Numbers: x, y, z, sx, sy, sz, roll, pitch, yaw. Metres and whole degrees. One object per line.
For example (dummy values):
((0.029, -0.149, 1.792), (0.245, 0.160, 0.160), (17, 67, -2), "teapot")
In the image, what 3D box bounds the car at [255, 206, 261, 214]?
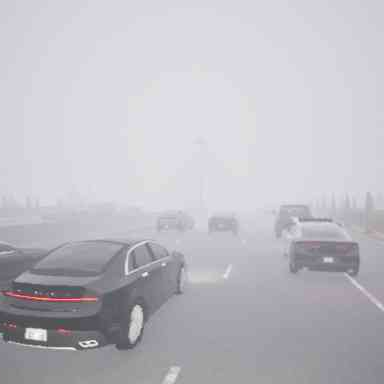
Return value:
((12.889, 3.255, 60.931), (1.994, 1.385, 4.181), (0, -2, 2), "car")

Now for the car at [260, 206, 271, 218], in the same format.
((10.902, 2.804, 46.461), (1.812, 1.442, 4.674), (0, -2, 11), "car")

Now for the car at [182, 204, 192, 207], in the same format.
((-1.075, 3.504, 73.717), (1.837, 1.490, 4.892), (0, -2, -1), "car")

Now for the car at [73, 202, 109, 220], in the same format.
((-9.697, 2.105, 34.813), (2.150, 2.045, 5.566), (0, -2, 12), "car")

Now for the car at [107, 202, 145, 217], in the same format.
((-6.375, 2.214, 33.655), (2.097, 1.767, 4.553), (0, -2, 12), "car")

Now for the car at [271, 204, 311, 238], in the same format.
((6.389, 1.777, 21.193), (2.150, 2.045, 5.566), (0, -2, 12), "car")

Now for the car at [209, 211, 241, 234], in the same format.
((2.418, 2.092, 23.839), (1.882, 1.535, 5.008), (0, -1, 12), "car")

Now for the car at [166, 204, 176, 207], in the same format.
((-4.668, 3.548, 74.947), (2.128, 1.511, 4.902), (0, -2, -4), "car")

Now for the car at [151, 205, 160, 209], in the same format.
((-8.142, 3.556, 74.515), (1.994, 1.385, 4.181), (0, -2, -4), "car")

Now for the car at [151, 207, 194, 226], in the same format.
((-1.116, 2.102, 24.062), (2.128, 1.511, 4.902), (0, -1, 12), "car")

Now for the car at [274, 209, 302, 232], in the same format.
((7.679, 2.199, 27.012), (1.882, 1.535, 5.008), (0, -2, 12), "car")

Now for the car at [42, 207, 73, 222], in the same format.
((-13.378, 2.337, 34.385), (1.882, 1.535, 5.008), (0, -2, 12), "car")

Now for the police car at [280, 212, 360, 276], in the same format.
((4.241, 1.699, 11.507), (1.930, 1.638, 5.238), (0, -2, 12), "police car")

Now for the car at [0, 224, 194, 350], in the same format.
((-1.419, 1.616, 6.530), (1.837, 1.490, 4.892), (0, -2, 12), "car")

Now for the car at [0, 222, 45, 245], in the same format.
((-4.920, 1.606, 6.907), (2.128, 1.511, 4.902), (0, -2, 12), "car")
